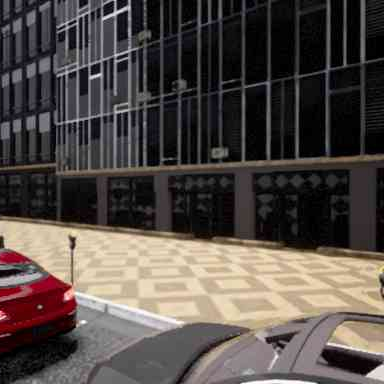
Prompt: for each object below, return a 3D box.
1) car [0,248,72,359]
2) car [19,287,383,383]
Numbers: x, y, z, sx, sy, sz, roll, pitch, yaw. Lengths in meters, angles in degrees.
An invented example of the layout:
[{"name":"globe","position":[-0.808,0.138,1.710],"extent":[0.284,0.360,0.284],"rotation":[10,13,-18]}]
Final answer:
[{"name":"car","position":[-3.589,1.583,5.422],"extent":[4.206,1.307,1.802],"rotation":[0,0,35]},{"name":"car","position":[1.054,1.551,2.120],"extent":[4.403,1.369,2.008],"rotation":[0,0,35]}]
